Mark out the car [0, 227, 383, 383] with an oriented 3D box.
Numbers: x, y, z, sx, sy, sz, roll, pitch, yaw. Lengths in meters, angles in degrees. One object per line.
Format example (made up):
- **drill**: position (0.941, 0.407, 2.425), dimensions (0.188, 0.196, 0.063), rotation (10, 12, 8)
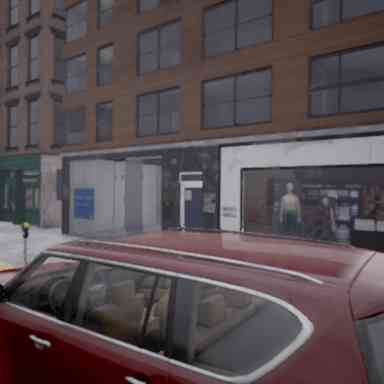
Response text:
- **car**: position (-0.483, 1.285, 3.159), dimensions (5.009, 1.841, 2.192), rotation (1, 1, 36)
